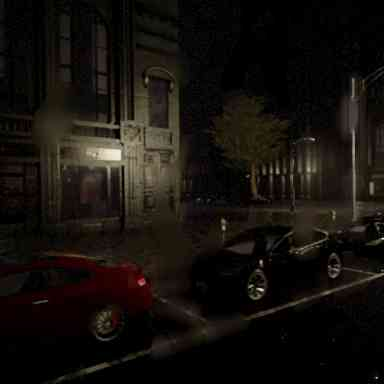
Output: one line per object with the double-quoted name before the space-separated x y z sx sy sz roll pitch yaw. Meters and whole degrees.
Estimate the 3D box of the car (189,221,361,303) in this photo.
"car" 1.953 1.513 8.089 4.313 1.339 1.947 -1 0 -36

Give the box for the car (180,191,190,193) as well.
"car" -2.330 0.912 69.608 2.150 2.045 5.566 -1 0 -36

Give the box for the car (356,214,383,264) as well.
"car" 6.518 1.460 11.396 4.313 1.339 1.947 -1 0 -36

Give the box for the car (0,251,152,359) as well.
"car" -2.611 1.583 4.783 4.206 1.307 1.802 -1 0 -36

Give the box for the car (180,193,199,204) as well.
"car" -1.503 1.381 62.957 1.882 1.535 5.008 -1 0 -36

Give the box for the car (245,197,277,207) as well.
"car" 9.801 1.399 47.262 1.895 1.301 4.718 -1 0 -36

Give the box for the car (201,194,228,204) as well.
"car" 4.382 1.299 60.460 2.128 1.511 4.902 -1 0 -35

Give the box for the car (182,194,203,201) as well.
"car" 0.074 1.138 71.834 1.882 1.535 5.008 -1 0 -36

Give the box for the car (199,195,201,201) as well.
"car" 4.113 1.133 66.364 2.097 1.767 4.553 -1 0 -36
